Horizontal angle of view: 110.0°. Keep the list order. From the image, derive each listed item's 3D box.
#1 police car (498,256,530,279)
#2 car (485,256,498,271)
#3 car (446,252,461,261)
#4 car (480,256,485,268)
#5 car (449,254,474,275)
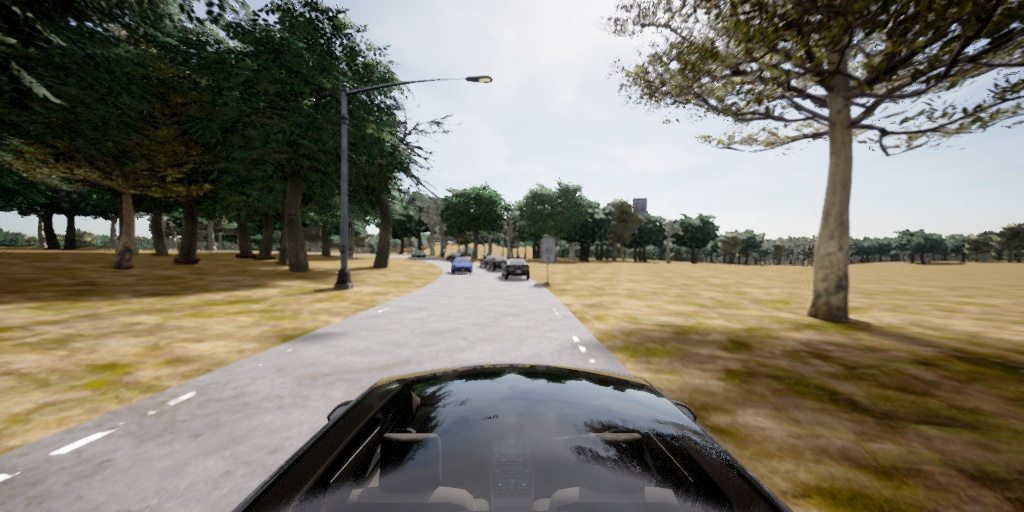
[{"bbox_3d":[0.219,0.905,28.574,1.930,1.638,5.238,0,1,-6],"label":"police car"},{"bbox_3d":[-1.383,0.790,38.551,1.882,1.535,5.008,0,1,-12],"label":"car"},{"bbox_3d":[-9.725,0.135,61.032,1.882,1.535,5.008,0,2,-27],"label":"car"},{"bbox_3d":[-2.796,0.682,44.515,1.837,1.490,4.892,0,1,-15],"label":"car"},{"bbox_3d":[-4.636,0.867,33.421,1.882,1.535,5.008,0,1,-9],"label":"car"}]
